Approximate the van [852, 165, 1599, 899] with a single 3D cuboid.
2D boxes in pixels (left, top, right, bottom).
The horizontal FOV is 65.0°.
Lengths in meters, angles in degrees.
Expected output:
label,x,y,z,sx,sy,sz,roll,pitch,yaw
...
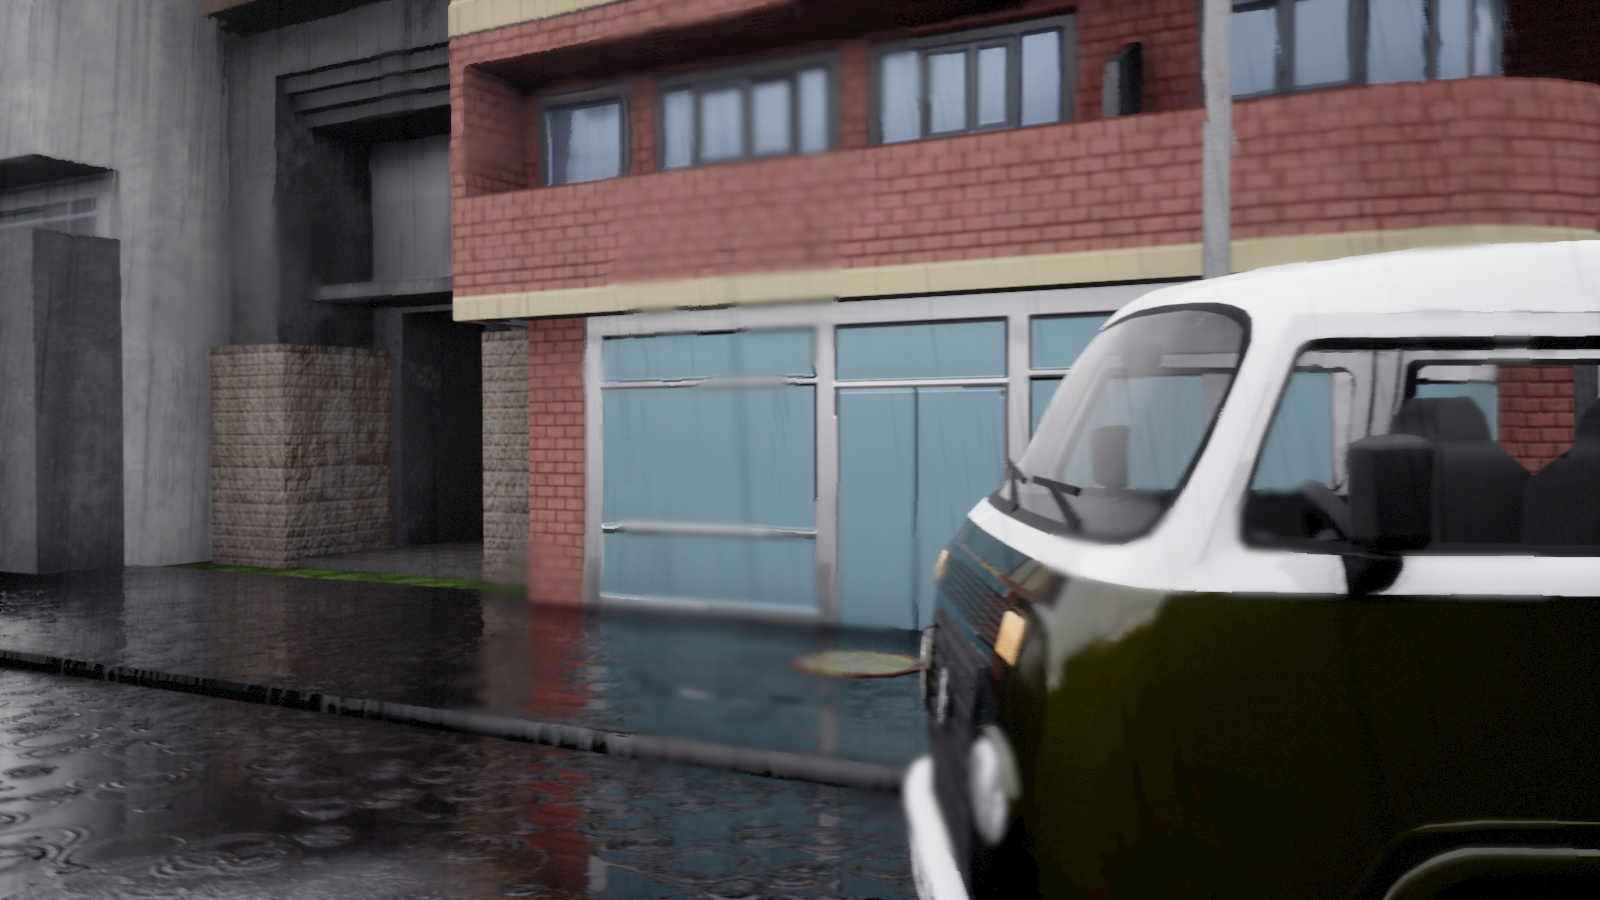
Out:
label,x,y,z,sx,sy,sz,roll,pitch,yaw
van,2.403,0.517,3.140,4.480,2.038,2.069,0,2,1
